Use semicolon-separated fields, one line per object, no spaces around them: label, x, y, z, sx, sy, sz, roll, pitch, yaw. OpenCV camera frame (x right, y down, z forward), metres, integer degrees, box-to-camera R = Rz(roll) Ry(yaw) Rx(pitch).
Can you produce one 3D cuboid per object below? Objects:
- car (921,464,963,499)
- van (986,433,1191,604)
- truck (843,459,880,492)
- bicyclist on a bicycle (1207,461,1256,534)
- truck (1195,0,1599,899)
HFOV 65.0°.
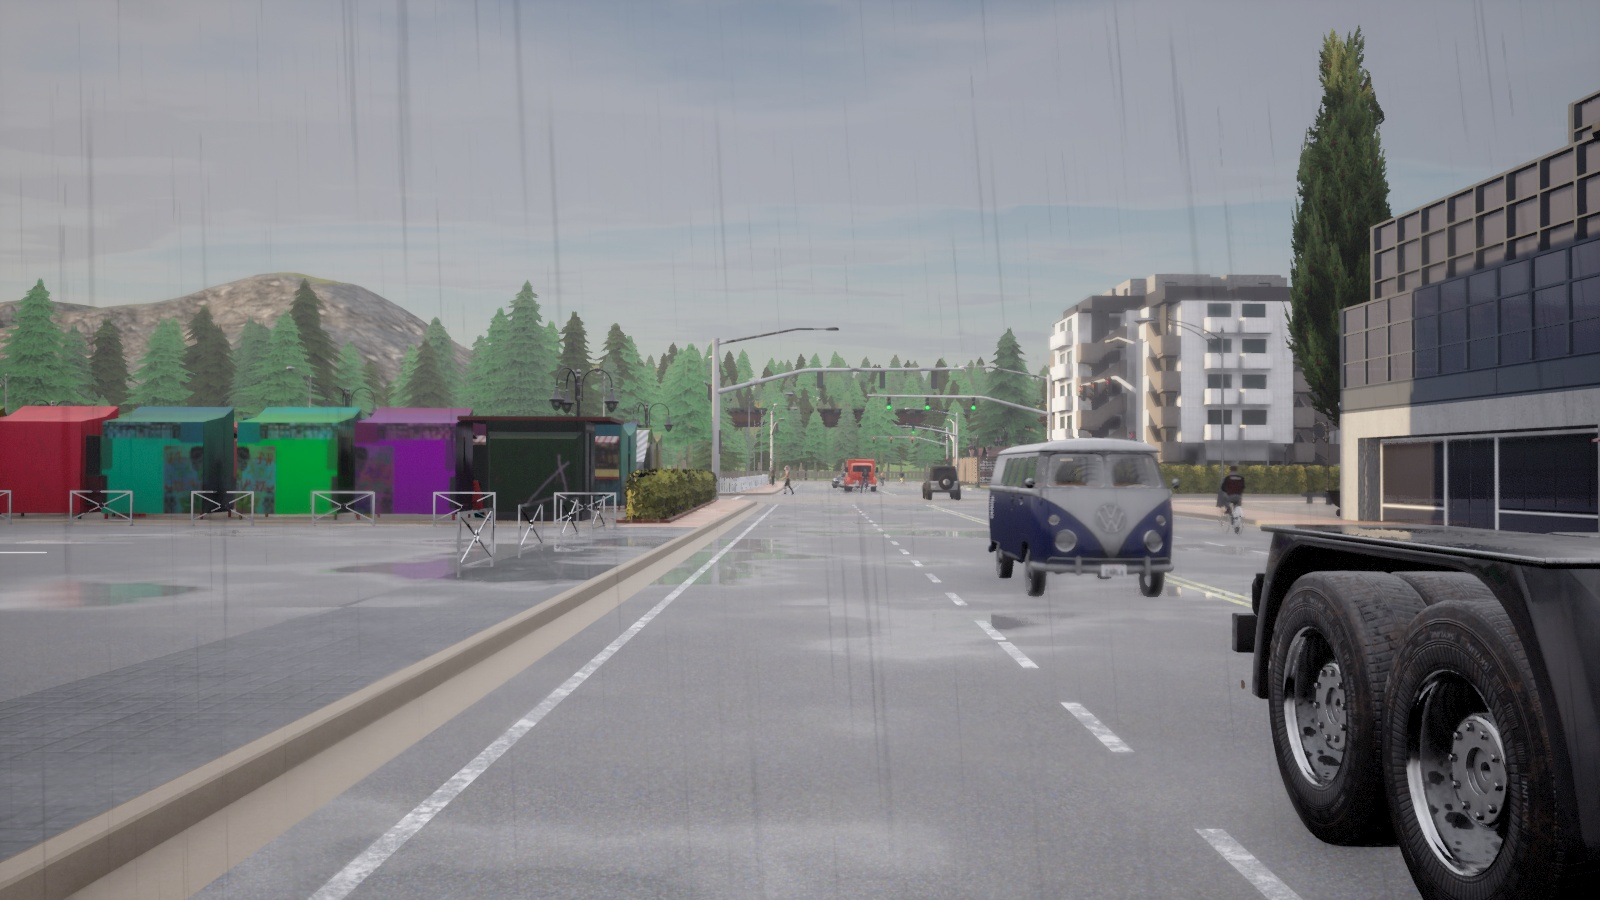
car;7.874;1.751;69.968;1.905;1.878;3.866;0;-1;1
van;3.692;0.835;16.884;1.775;1.987;4.442;0;-1;1
truck;4.721;1.936;97.141;2.627;2.467;5.204;0;-1;1
bicyclist on a bicycle;10.803;1.169;31.480;0.659;1.776;1.843;0;-1;3
truck;3.522;-0.137;2.678;2.891;3.462;7.936;0;-1;1
